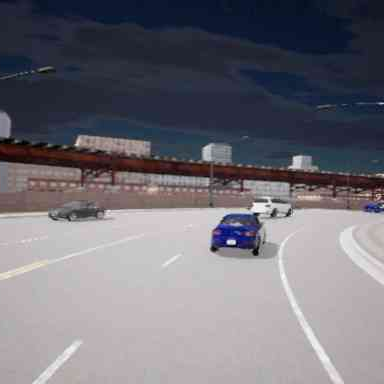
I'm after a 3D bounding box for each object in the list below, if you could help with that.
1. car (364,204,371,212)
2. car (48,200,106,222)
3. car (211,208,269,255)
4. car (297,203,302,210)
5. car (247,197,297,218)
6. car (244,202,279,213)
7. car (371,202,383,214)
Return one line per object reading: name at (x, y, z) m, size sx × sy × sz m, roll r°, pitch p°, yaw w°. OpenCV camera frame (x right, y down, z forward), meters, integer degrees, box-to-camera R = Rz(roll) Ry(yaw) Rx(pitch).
car at (29.650, 2.535, 53.318) m, size 5.008 × 1.535 × 1.882 m, roll 3°, pitch -3°, yaw -34°
car at (-8.631, 1.401, 25.326) m, size 1.837 × 1.490 × 4.892 m, roll 1°, pitch -1°, yaw 25°
car at (2.022, 1.620, 13.882) m, size 1.812 × 1.442 × 4.674 m, roll 1°, pitch 0°, yaw 16°
car at (16.840, 2.364, 56.723) m, size 4.181 × 1.385 × 1.994 m, roll 2°, pitch -1°, yaw -39°
car at (8.292, 1.578, 34.135) m, size 2.150 × 2.045 × 5.566 m, roll -1°, pitch -2°, yaw 42°
car at (9.514, 2.050, 45.134) m, size 2.033 × 1.411 × 5.357 m, roll 0°, pitch -1°, yaw 44°
car at (28.274, 2.248, 47.873) m, size 4.553 × 1.767 × 2.097 m, roll 2°, pitch -1°, yaw -37°
